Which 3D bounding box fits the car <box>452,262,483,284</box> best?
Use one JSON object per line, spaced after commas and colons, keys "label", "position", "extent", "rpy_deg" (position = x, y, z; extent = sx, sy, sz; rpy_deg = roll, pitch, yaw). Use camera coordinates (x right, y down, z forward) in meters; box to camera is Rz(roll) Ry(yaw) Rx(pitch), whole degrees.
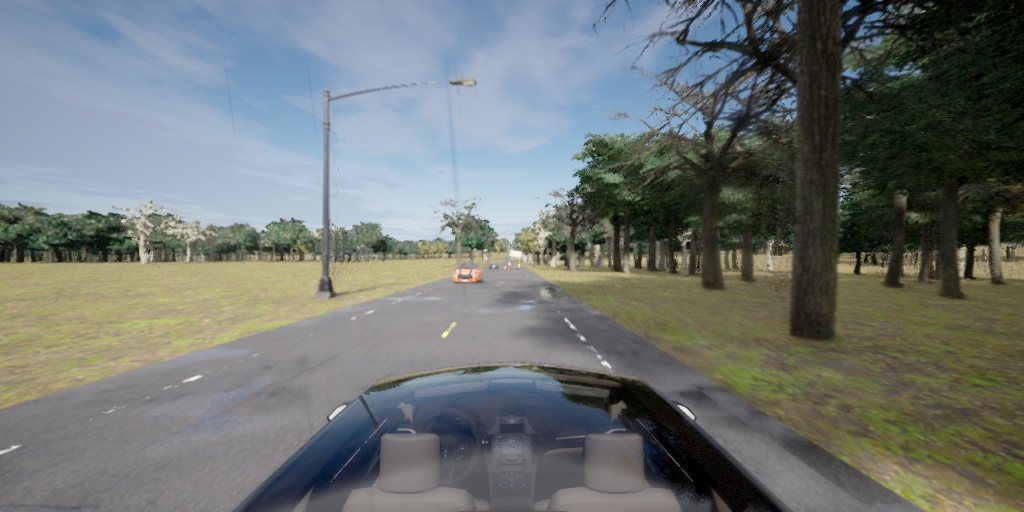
{"label": "car", "position": [-3.578, 1.318, 29.576], "extent": [2.097, 1.767, 4.553], "rpy_deg": [0, 0, 0]}
